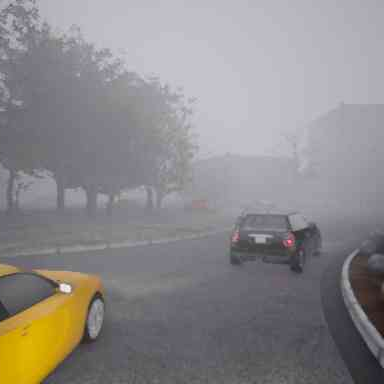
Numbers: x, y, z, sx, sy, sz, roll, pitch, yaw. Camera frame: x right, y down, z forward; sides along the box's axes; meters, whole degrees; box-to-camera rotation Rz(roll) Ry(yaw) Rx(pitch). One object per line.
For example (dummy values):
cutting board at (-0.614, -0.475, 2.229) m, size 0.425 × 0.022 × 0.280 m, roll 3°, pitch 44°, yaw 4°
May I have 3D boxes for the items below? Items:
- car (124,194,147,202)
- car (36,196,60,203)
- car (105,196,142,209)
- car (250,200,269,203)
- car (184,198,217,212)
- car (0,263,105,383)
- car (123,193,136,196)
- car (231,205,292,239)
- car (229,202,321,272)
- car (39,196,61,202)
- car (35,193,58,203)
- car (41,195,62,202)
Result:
car at (-13.058, 1.764, 78.721) m, size 4.792 × 1.488 × 2.163 m, roll 0°, pitch 0°, yaw -15°
car at (-33.689, 1.682, 77.875) m, size 5.008 × 1.535 × 2.097 m, roll 0°, pitch 0°, yaw -15°
car at (-10.665, 1.722, 50.382) m, size 5.008 × 1.535 × 1.882 m, roll 0°, pitch -1°, yaw 9°
car at (7.390, 1.634, 37.118) m, size 1.882 × 1.535 × 5.008 m, roll 0°, pitch 0°, yaw -22°
car at (0.977, 1.549, 41.062) m, size 2.097 × 1.767 × 4.553 m, roll 0°, pitch 0°, yaw -41°
car at (-2.527, 1.477, 3.460) m, size 1.882 × 1.535 × 5.008 m, roll 0°, pitch 0°, yaw 7°
car at (-14.423, 1.597, 83.982) m, size 4.553 × 1.767 × 2.185 m, roll 0°, pitch 0°, yaw -15°
car at (4.135, 1.581, 19.102) m, size 1.837 × 1.490 × 4.892 m, roll 0°, pitch 0°, yaw 32°
car at (2.968, 1.382, 11.236) m, size 2.097 × 1.767 × 4.553 m, roll 0°, pitch 0°, yaw 29°
car at (-34.405, 1.709, 80.536) m, size 4.674 × 1.452 × 2.002 m, roll 0°, pitch 0°, yaw -15°
car at (-32.927, 1.566, 75.219) m, size 4.553 × 1.767 × 2.185 m, roll 0°, pitch 0°, yaw -15°
car at (-35.102, 1.529, 83.204) m, size 4.553 × 1.767 × 2.185 m, roll 0°, pitch 0°, yaw -15°
